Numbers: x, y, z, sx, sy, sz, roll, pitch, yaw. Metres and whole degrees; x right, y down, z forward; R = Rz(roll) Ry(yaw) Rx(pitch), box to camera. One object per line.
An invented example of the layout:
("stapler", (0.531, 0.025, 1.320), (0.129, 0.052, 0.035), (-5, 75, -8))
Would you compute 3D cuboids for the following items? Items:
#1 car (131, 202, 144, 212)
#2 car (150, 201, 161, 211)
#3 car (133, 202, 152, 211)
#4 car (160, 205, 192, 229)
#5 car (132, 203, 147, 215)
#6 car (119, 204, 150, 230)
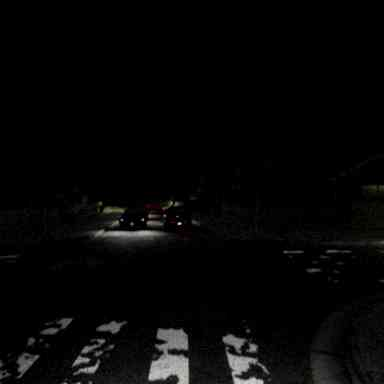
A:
("car", (-8.855, 2.386, 53.723), (1.837, 1.490, 4.892), (0, -1, -12))
("car", (-6.250, 2.249, 55.052), (2.097, 1.767, 4.553), (0, -1, -14))
("car", (-5.326, 1.989, 33.643), (1.882, 1.535, 5.008), (0, -1, -8))
("car", (-1.123, 1.859, 24.319), (1.837, 1.490, 4.892), (0, -1, -7))
("car", (-6.887, 2.182, 43.522), (1.837, 1.490, 4.892), (0, -1, -10))
("car", (-4.231, 1.888, 24.441), (1.812, 1.442, 4.674), (0, -1, -6))
